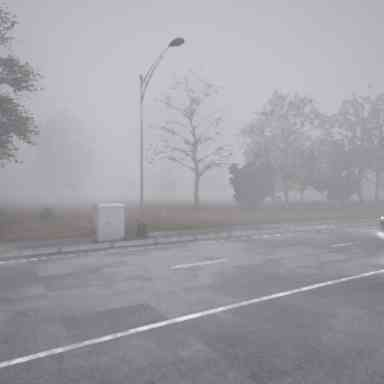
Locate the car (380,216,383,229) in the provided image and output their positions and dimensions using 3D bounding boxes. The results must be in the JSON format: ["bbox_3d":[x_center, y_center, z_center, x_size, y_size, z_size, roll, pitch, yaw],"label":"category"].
[{"bbox_3d":[13.302,1.500,19.805,4.674,1.442,1.812,0,0,-27],"label":"car"}]
